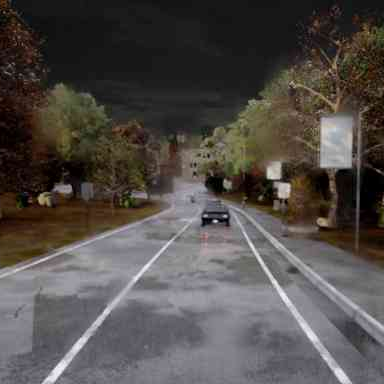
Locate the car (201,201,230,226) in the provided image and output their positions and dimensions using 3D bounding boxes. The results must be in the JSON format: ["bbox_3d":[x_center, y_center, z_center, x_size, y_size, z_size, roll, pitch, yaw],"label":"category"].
[{"bbox_3d":[1.686,1.564,23.423,1.895,1.301,4.718,1,0,5],"label":"car"}]

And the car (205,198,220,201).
[{"bbox_3d":[2.679,1.432,42.696,1.812,1.442,4.674,0,0,0],"label":"car"}]
